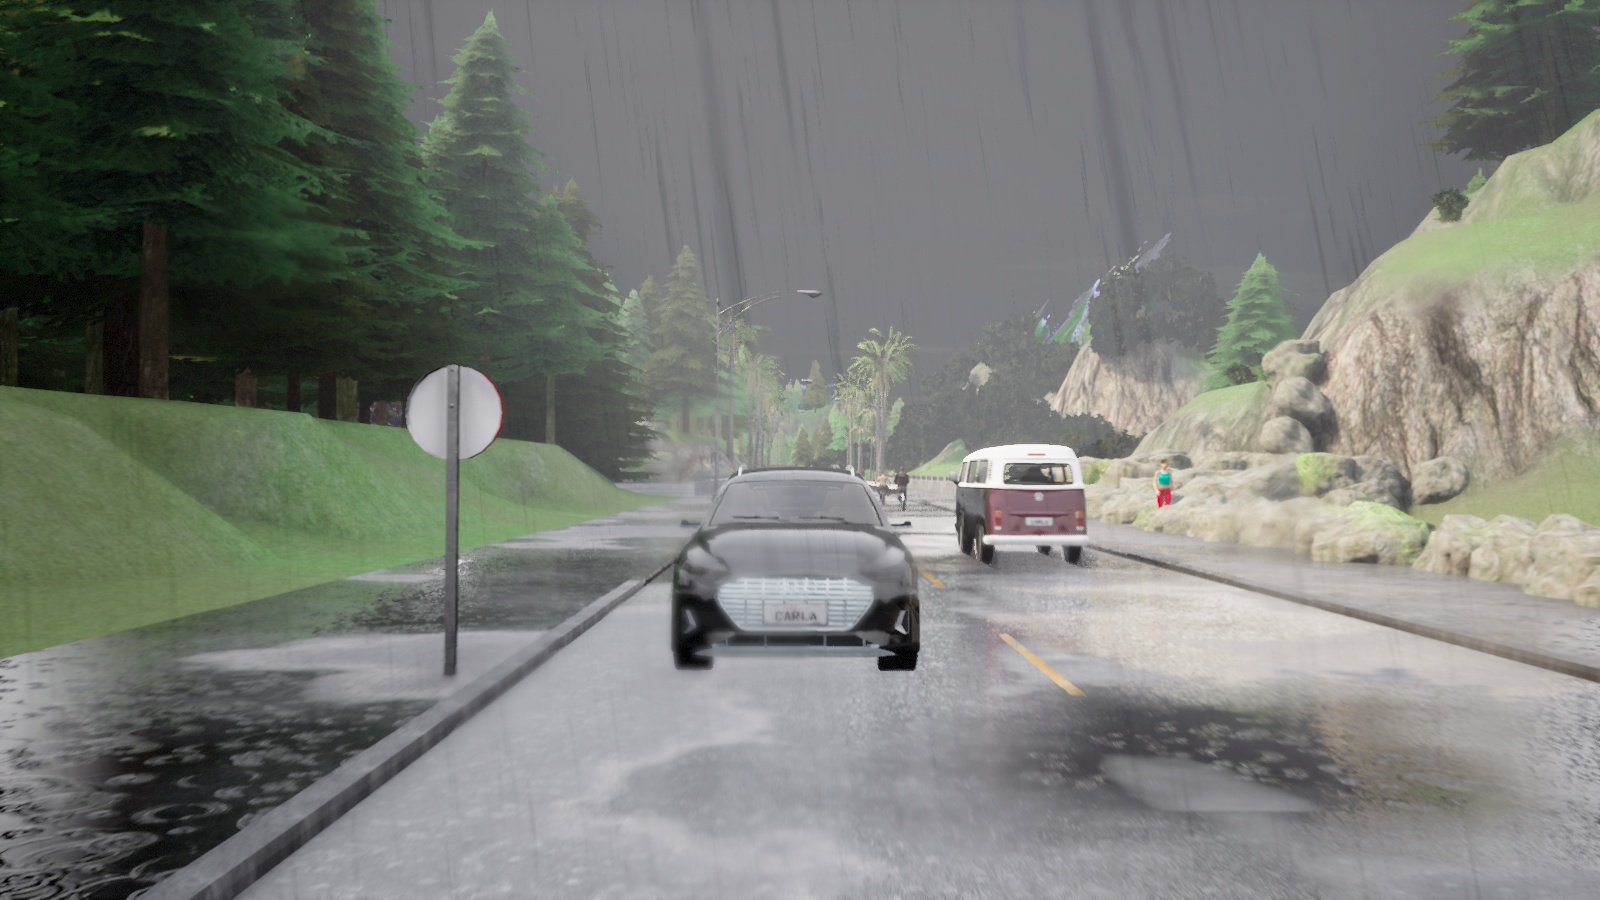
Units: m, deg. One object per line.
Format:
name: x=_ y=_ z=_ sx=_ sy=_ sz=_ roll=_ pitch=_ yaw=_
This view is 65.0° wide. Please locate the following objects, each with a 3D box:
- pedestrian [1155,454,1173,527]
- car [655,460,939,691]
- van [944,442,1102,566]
pedestrian: x=9.233 y=1.027 z=31.856 sx=0.345 sy=1.836 sz=0.594 roll=0 pitch=-1 yaw=6
car: x=-0.029 y=0.939 z=11.443 sx=2.033 sy=1.649 sz=4.856 roll=0 pitch=-1 yaw=0
van: x=3.942 y=0.913 z=22.986 sx=2.069 sy=2.038 sz=4.480 roll=0 pitch=-1 yaw=0
